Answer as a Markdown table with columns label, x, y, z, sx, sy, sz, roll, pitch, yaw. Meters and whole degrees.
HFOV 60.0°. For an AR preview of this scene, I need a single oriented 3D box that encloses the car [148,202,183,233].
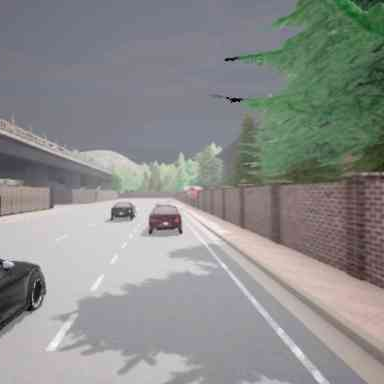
| label | x | y | z | sx | sy | sz | roll | pitch | yaw |
| --- | --- | --- | --- | --- | --- | --- | --- | --- | --- |
| car | -1.616 | 1.538 | 20.143 | 1.882 | 1.535 | 5.008 | -1 | 0 | -5 |

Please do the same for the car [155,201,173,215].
| label | x | y | z | sx | sy | sz | roll | pitch | yaw |
| --- | --- | --- | --- | --- | --- | --- | --- | --- | --- |
| car | -3.163 | 1.715 | 37.148 | 1.895 | 1.301 | 4.718 | -1 | 0 | -5 |

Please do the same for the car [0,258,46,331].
| label | x | y | z | sx | sy | sz | roll | pitch | yaw |
| --- | --- | --- | --- | --- | --- | --- | --- | --- | --- |
| car | -3.918 | 1.619 | 5.178 | 1.994 | 1.385 | 4.181 | -1 | 0 | -3 |

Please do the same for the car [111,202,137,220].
| label | x | y | z | sx | sy | sz | roll | pitch | yaw |
| --- | --- | --- | --- | --- | --- | --- | --- | --- | --- |
| car | -5.977 | 1.607 | 29.481 | 1.882 | 1.535 | 5.008 | -1 | 0 | -5 |
